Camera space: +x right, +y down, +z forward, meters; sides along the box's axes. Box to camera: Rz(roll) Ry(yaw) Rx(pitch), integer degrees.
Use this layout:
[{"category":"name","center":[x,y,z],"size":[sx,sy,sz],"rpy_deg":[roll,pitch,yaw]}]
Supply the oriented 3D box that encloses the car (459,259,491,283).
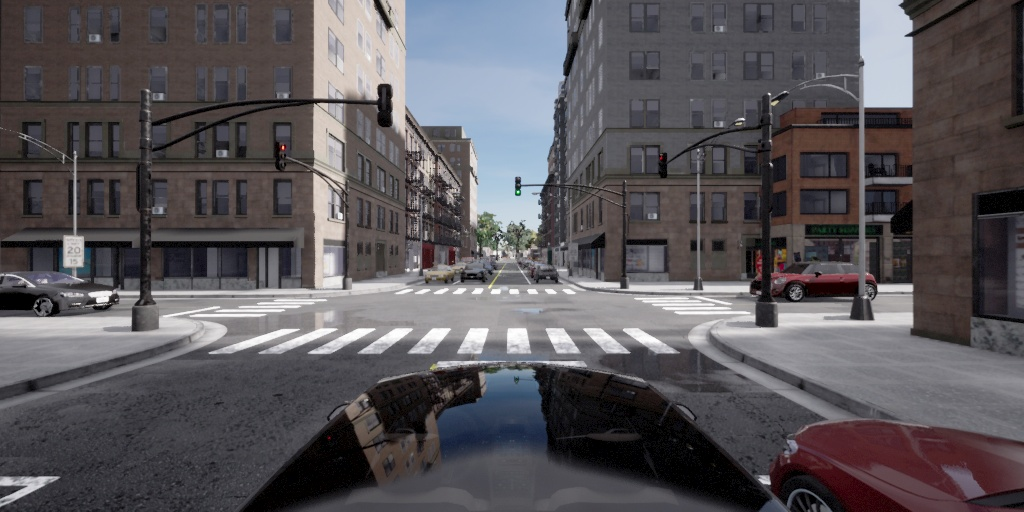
[{"category":"car","center":[-2.918,1.262,28.431],"size":[1.837,1.490,4.892],"rpy_deg":[0,0,0]}]

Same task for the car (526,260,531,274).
[{"category":"car","center":[2.554,1.304,33.252],"size":[1.888,1.381,4.507],"rpy_deg":[0,0,0]}]

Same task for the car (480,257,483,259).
[{"category":"car","center":[-5.535,1.206,49.676],"size":[1.967,1.591,4.097],"rpy_deg":[0,0,0]}]

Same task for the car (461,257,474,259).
[{"category":"car","center":[-5.522,1.078,44.195],"size":[2.192,1.841,5.009],"rpy_deg":[0,0,0]}]

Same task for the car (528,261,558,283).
[{"category":"car","center":[2.569,1.308,27.770],"size":[2.007,1.370,4.403],"rpy_deg":[0,0,0]}]

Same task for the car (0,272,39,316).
[{"category":"car","center":[-5.398,1.064,0.742],"size":[2.192,1.841,5.009],"rpy_deg":[0,0,0]}]

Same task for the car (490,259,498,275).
[{"category":"car","center":[-2.951,1.309,38.843],"size":[2.033,1.411,5.357],"rpy_deg":[0,0,0]}]

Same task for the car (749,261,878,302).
[{"category":"car","center":[13.221,1.039,15.951],"size":[4.553,1.767,2.097],"rpy_deg":[0,0,0]}]

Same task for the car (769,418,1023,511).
[{"category":"car","center":[2.640,1.332,0.762],"size":[1.802,1.307,4.207],"rpy_deg":[0,0,0]}]

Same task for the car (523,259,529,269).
[{"category":"car","center":[2.540,1.312,38.734],"size":[2.007,1.370,4.403],"rpy_deg":[0,0,0]}]

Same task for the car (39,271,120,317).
[{"category":"car","center":[-17.099,1.313,12.882],"size":[4.902,1.511,2.128],"rpy_deg":[0,0,1]}]

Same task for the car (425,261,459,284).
[{"category":"car","center":[-5.484,1.283,27.579],"size":[1.751,1.417,4.829],"rpy_deg":[0,0,0]}]

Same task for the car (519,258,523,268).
[{"category":"car","center":[2.496,1.319,55.179],"size":[2.007,1.370,4.403],"rpy_deg":[0,0,0]}]
